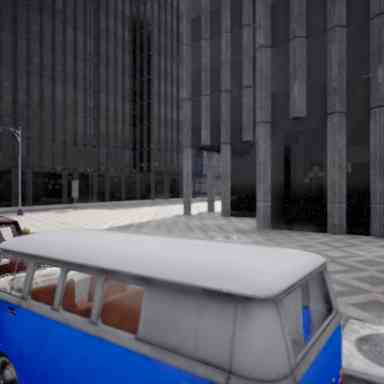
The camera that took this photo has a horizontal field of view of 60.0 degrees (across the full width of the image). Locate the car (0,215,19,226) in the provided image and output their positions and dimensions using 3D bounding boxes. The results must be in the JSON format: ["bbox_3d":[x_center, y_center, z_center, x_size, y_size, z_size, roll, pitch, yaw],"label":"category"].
[{"bbox_3d":[-5.097,1.354,6.607,5.009,1.841,2.192,0,0,36],"label":"car"}]

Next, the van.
[{"bbox_3d":[-0.601,1.352,3.394,3.998,1.788,1.690,0,0,36],"label":"van"}]
